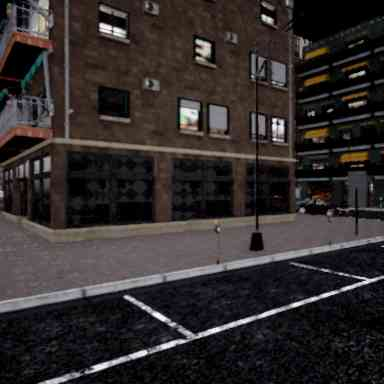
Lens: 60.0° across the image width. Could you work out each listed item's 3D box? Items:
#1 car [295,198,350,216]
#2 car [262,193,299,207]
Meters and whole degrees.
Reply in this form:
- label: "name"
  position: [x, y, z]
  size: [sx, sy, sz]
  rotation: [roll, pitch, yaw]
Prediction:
- label: "car"
  position: [10.655, 1.228, 27.343]
  size: [2.008, 1.369, 4.403]
  rotation: [1, 0, -36]
- label: "car"
  position: [10.892, 0.933, 41.249]
  size: [1.967, 1.590, 4.097]
  rotation: [1, 0, -36]
